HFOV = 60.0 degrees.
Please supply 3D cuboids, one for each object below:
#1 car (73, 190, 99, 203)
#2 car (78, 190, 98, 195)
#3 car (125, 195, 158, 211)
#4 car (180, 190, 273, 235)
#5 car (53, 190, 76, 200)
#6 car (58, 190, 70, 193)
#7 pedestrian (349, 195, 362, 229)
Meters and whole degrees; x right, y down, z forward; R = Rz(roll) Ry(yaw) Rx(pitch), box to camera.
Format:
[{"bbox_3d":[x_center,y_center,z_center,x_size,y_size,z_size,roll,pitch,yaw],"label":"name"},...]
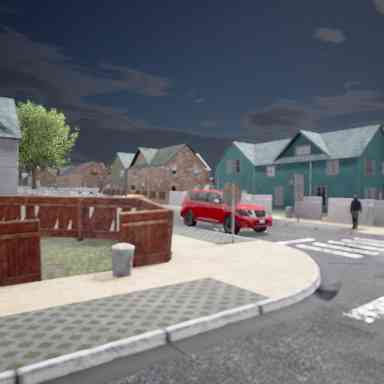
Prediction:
[{"bbox_3d":[-14.256,0.540,44.458,1.882,1.535,5.008,1,1,-35],"label":"car"},{"bbox_3d":[-10.272,0.780,33.924,1.812,1.442,4.674,1,1,-35],"label":"car"},{"bbox_3d":[-4.257,0.960,25.520,1.882,1.535,5.008,1,1,-36],"label":"car"},{"bbox_3d":[1.581,0.926,17.397,2.150,2.045,5.566,1,1,-36],"label":"car"},{"bbox_3d":[-20.331,0.384,52.849,2.033,1.411,5.357,1,1,-36],"label":"car"},{"bbox_3d":[-16.283,0.533,42.400,1.837,1.490,4.892,1,1,-35],"label":"car"},{"bbox_3d":[8.632,1.027,17.604,0.375,1.860,0.375,3,-2,-36],"label":"pedestrian"}]
